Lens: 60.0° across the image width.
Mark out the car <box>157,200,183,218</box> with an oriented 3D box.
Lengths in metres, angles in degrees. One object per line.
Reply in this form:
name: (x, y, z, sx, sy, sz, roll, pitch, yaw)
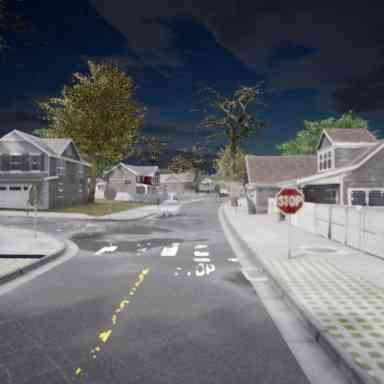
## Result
car: (-1.820, 1.434, 28.859, 1.812, 1.442, 4.674, 0, 1, 4)
